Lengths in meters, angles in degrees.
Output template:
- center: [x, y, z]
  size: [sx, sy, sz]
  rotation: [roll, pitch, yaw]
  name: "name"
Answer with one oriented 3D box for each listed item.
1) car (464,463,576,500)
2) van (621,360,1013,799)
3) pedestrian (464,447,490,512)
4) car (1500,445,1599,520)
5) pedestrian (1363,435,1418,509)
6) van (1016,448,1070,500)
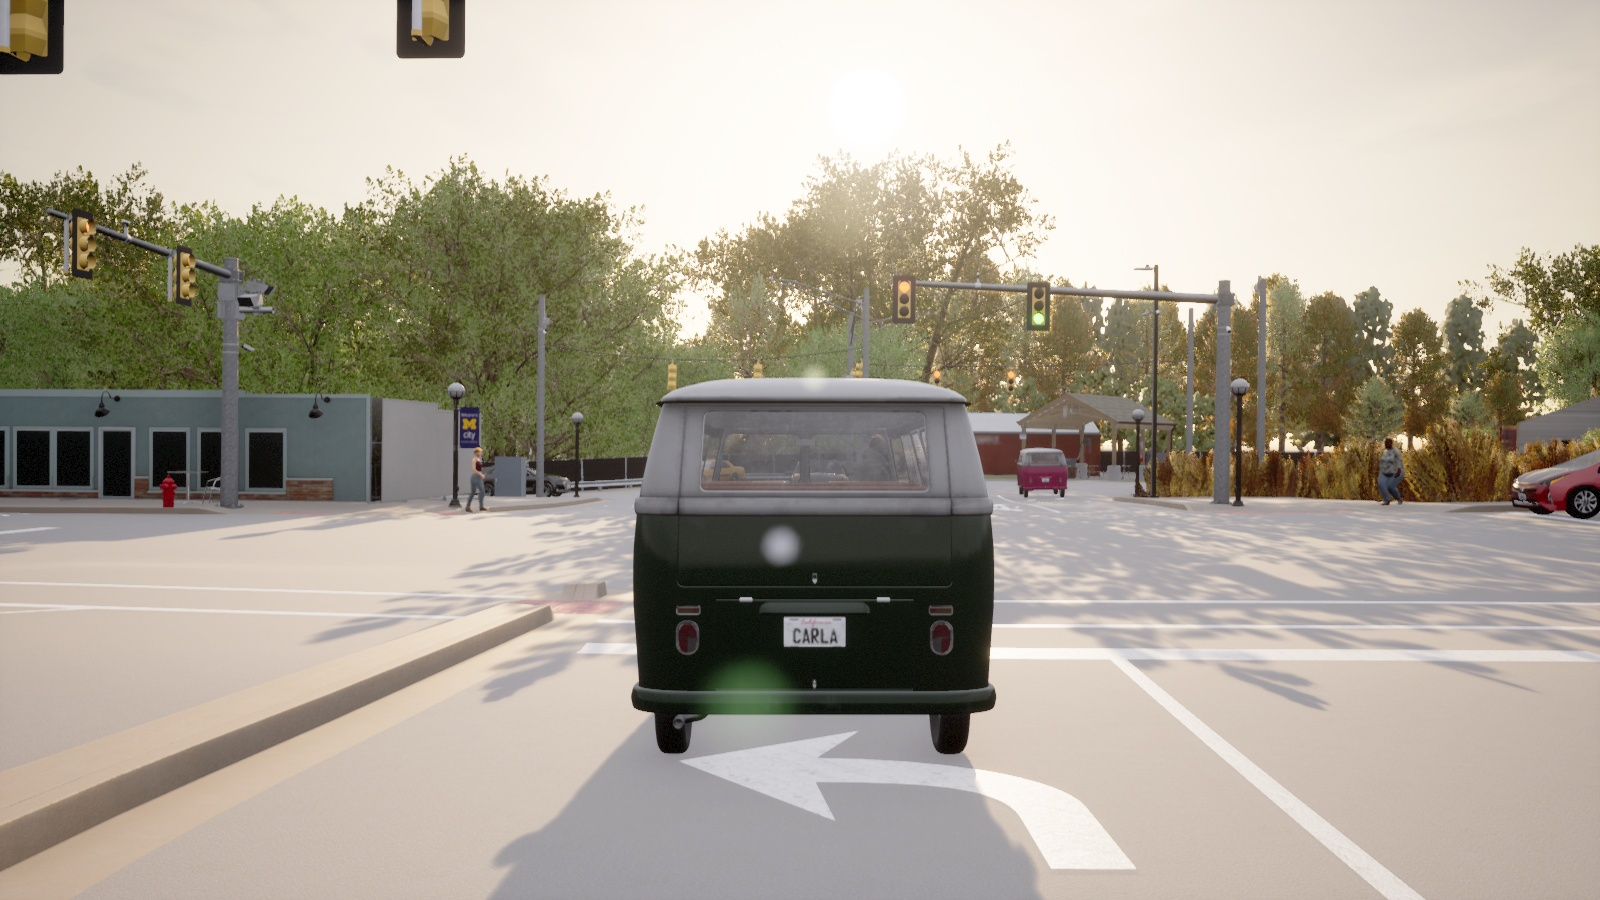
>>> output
- center: [-13.511, 1.506, 60.747]
  size: [4.856, 1.649, 2.033]
  rotation: [-1, 1, 8]
  name: "car"
- center: [0.063, 0.628, 7.929]
  size: [1.775, 1.987, 4.442]
  rotation: [0, -1, 0]
  name: "van"
- center: [-9.159, 0.828, 35.624]
  size: [0.594, 1.836, 0.345]
  rotation: [1, 0, 16]
  name: "pedestrian"
- center: [17.983, 0.661, 27.175]
  size: [4.514, 1.525, 2.007]
  rotation: [-1, 0, 4]
  name: "car"
- center: [15.222, 0.561, 32.380]
  size: [0.900, 1.855, 0.874]
  rotation: [1, 0, -27]
  name: "pedestrian"
- center: [10.011, 0.946, 52.071]
  size: [1.775, 1.987, 4.442]
  rotation: [-1, 0, 6]
  name: "van"
